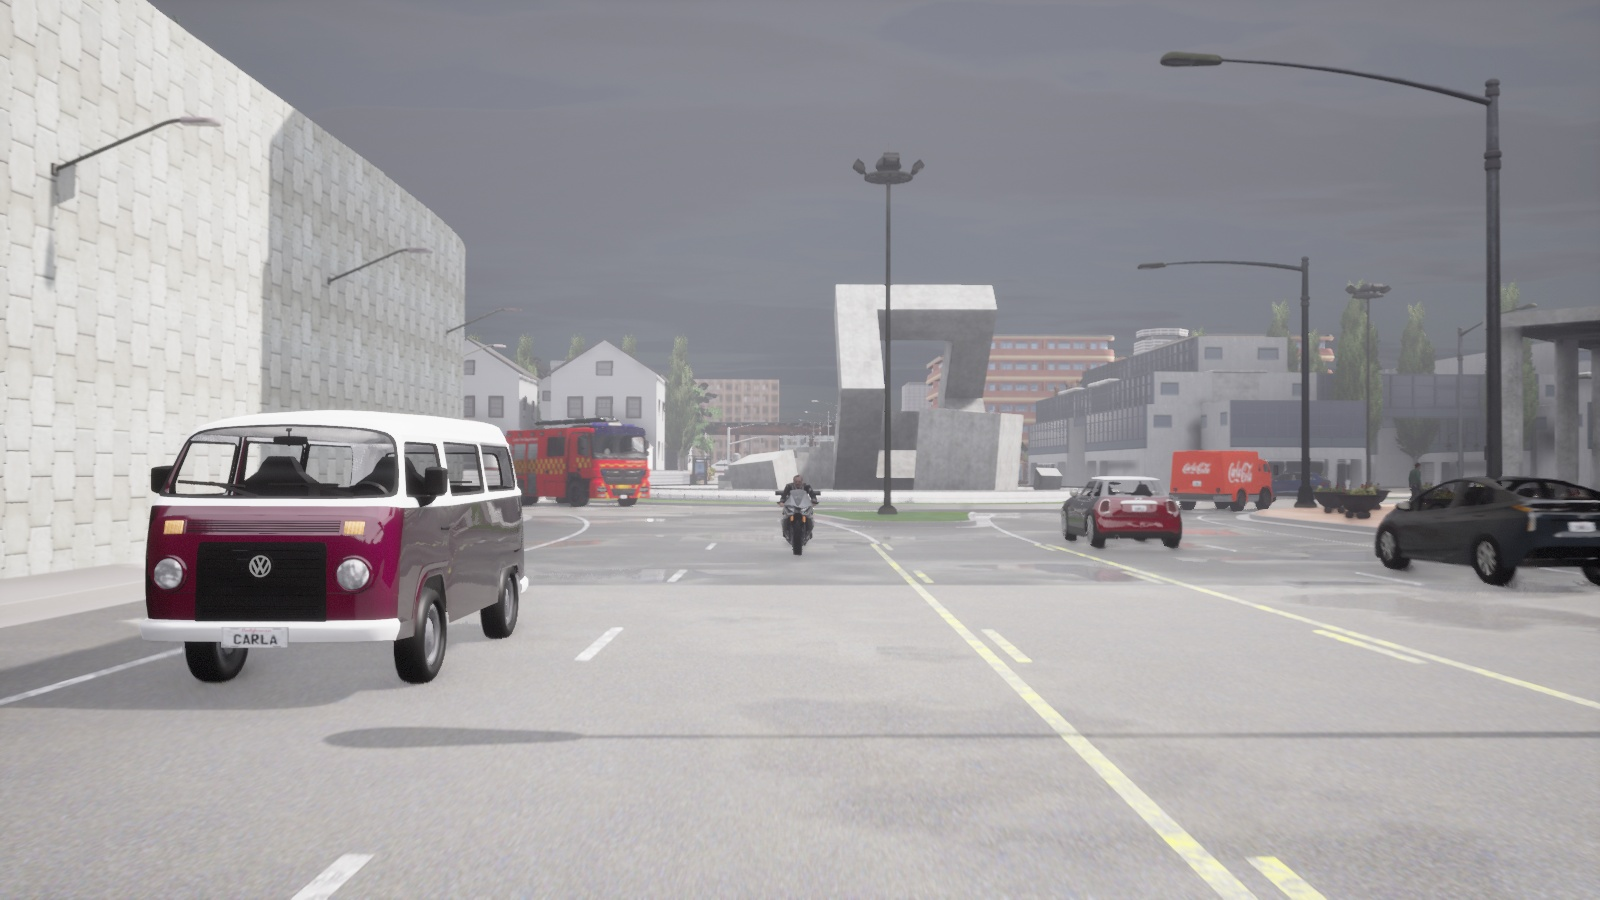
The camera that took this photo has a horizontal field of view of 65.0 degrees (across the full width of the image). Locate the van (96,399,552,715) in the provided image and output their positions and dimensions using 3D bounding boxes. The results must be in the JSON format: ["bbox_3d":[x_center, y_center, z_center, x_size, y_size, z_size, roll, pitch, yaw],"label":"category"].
[{"bbox_3d":[-3.526,0.726,10.379,2.069,2.038,4.480,0,-1,0],"label":"van"}]

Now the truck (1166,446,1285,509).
[{"bbox_3d":[17.704,1.129,52.077,2.627,2.467,5.204,-1,-1,45],"label":"truck"}]

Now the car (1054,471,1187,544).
[{"bbox_3d":[6.960,1.215,27.642,1.970,1.475,3.806,0,-1,0],"label":"car"}]

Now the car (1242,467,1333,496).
[{"bbox_3d":[29.199,1.888,75.260,4.856,1.649,2.033,-1,-1,29],"label":"car"}]

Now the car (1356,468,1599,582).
[{"bbox_3d":[10.453,1.039,19.067,2.007,1.525,4.514,0,-1,0],"label":"car"}]

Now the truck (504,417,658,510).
[{"bbox_3d":[-9.841,0.620,55.608,2.891,3.827,8.468,1,-1,-40],"label":"truck"}]

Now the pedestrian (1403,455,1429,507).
[{"bbox_3d":[23.380,1.185,47.637,0.788,1.949,0.423,0,-1,-18],"label":"pedestrian"}]

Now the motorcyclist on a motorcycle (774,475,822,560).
[{"bbox_3d":[-0.033,1.252,24.006,0.866,1.530,2.191,0,-1,0],"label":"motorcyclist on a motorcycle"}]
